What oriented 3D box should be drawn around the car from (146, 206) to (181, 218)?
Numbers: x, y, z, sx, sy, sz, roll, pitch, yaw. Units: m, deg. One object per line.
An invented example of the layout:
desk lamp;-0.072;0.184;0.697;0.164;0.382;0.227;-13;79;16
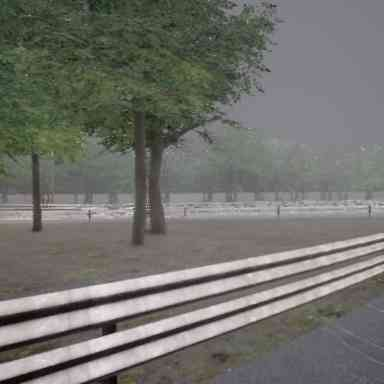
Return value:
car;-3.643;2.427;41.151;4.674;1.442;1.812;-1;0;-3
